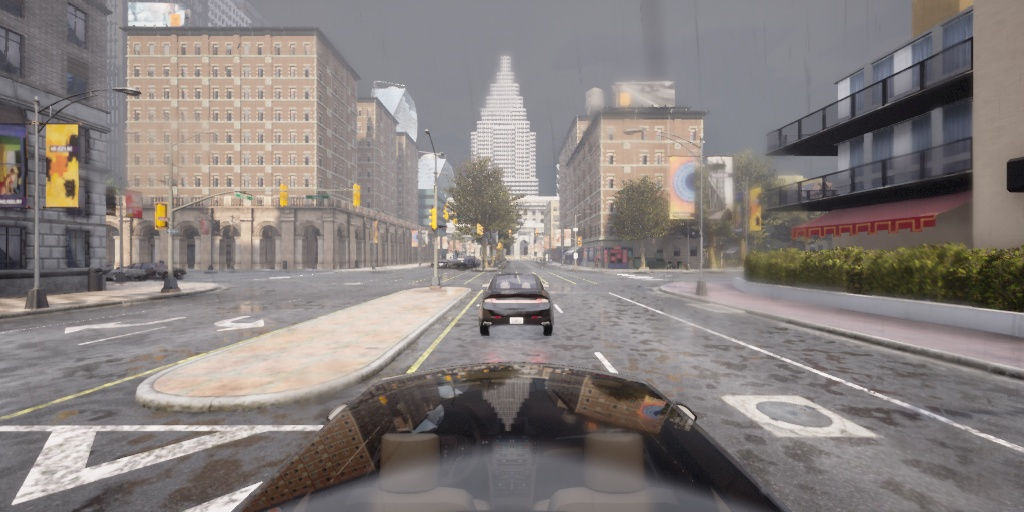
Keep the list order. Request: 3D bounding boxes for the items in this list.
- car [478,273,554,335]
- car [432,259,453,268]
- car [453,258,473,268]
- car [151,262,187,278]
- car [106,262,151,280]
[{"bbox_3d":[0.106,1.242,10.495,2.128,1.511,4.902,0,0,0],"label":"car"},{"bbox_3d":[-11.513,1.245,60.628,2.128,1.511,4.902,0,0,0],"label":"car"},{"bbox_3d":[-8.023,1.354,59.181,1.895,1.301,4.718,0,0,0],"label":"car"},{"bbox_3d":[-33.848,1.299,33.614,5.357,1.411,2.033,0,0,0],"label":"car"},{"bbox_3d":[-33.825,1.352,30.116,4.718,1.301,1.895,0,0,0],"label":"car"}]
